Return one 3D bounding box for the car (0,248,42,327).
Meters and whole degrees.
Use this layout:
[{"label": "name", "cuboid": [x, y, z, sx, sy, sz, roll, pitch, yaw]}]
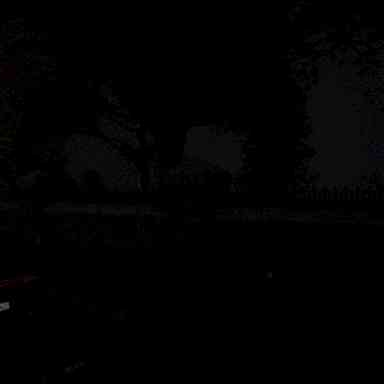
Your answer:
[{"label": "car", "cuboid": [-4.619, 1.576, 6.208, 4.507, 1.381, 1.887, 0, 0, 36]}]
